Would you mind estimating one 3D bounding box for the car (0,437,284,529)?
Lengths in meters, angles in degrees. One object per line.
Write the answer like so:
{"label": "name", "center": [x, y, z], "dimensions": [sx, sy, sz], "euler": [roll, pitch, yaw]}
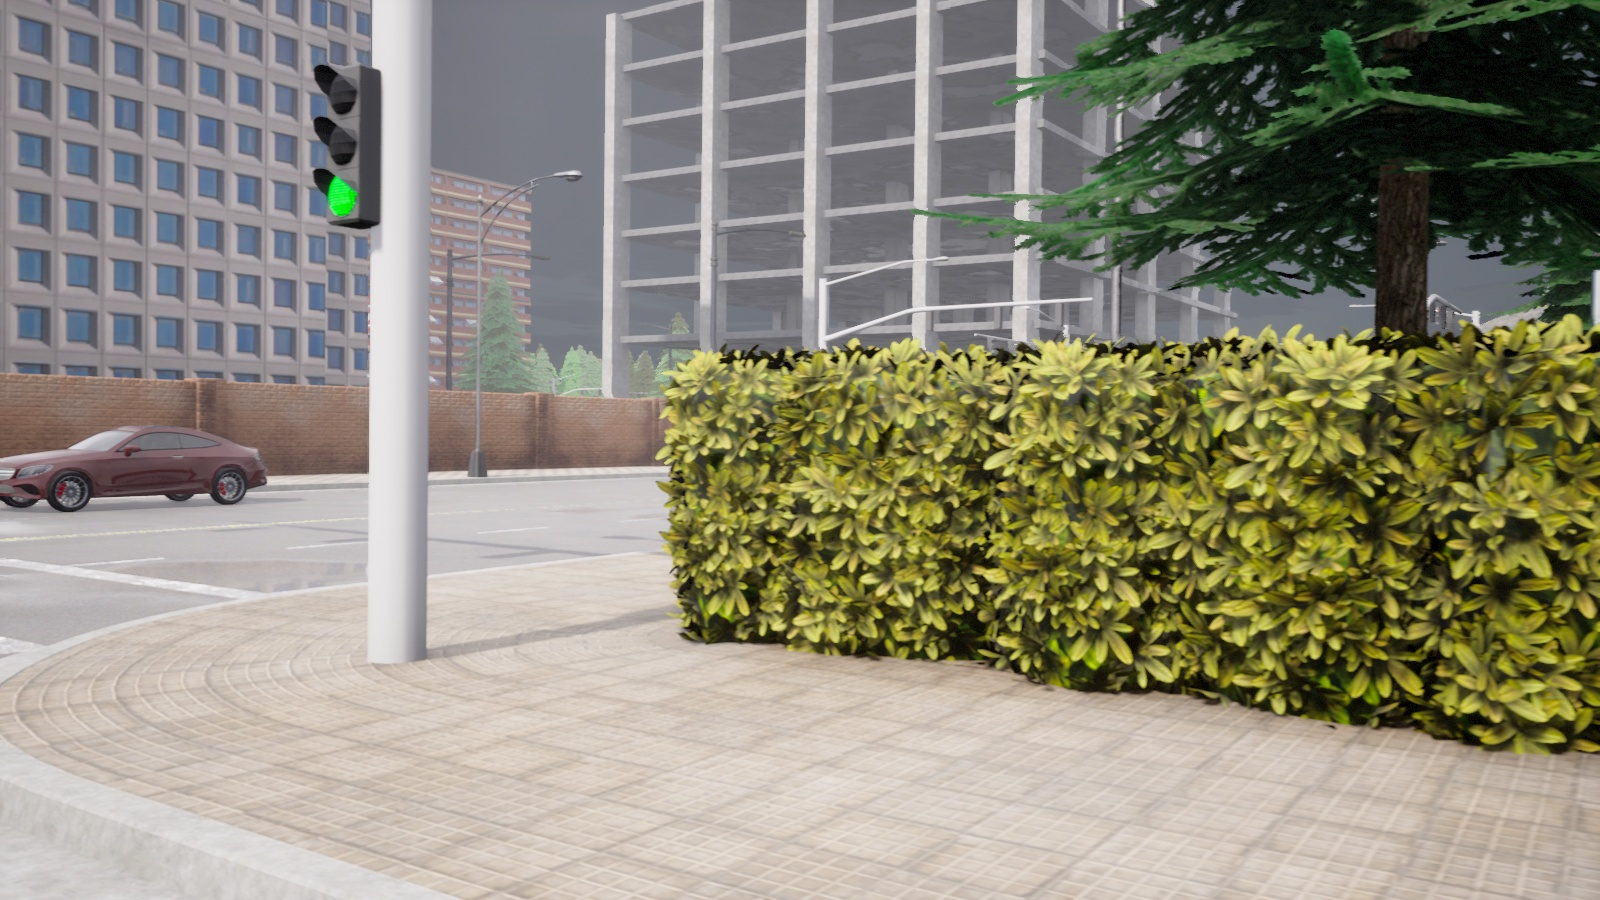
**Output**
{"label": "car", "center": [-11.903, 0.501, 22.513], "dimensions": [1.812, 1.442, 4.674], "euler": [0, 1, 33]}
